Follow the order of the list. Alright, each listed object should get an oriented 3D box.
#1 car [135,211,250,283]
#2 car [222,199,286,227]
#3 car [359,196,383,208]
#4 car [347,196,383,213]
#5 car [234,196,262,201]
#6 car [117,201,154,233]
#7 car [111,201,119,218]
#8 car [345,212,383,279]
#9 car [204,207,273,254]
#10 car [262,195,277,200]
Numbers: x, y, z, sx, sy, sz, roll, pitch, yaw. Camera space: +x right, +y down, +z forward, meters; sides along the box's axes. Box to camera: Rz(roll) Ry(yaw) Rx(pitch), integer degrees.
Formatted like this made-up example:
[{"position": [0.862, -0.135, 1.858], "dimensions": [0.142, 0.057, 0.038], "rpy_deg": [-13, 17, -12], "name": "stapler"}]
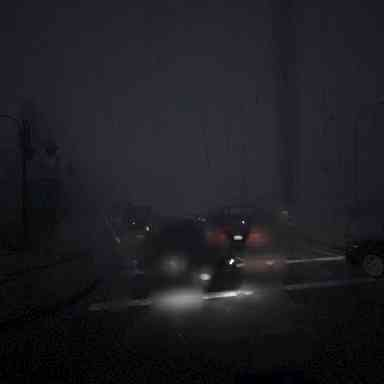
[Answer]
[{"position": [-0.370, 1.543, 10.122], "dimensions": [2.033, 1.411, 5.357], "rpy_deg": [0, 0, -15], "name": "car"}, {"position": [2.839, 1.467, 19.908], "dimensions": [5.357, 1.411, 2.033], "rpy_deg": [-3, 1, -15], "name": "car"}, {"position": [23.875, 1.273, 43.219], "dimensions": [1.845, 1.501, 3.633], "rpy_deg": [0, 0, -17], "name": "car"}, {"position": [15.578, 1.356, 29.226], "dimensions": [1.970, 1.475, 3.806], "rpy_deg": [0, 0, -17], "name": "car"}, {"position": [7.327, 1.287, 46.177], "dimensions": [2.007, 1.523, 4.514], "rpy_deg": [0, 0, -17], "name": "car"}, {"position": [-3.111, 1.529, 19.954], "dimensions": [2.033, 1.411, 5.357], "rpy_deg": [0, 0, -17], "name": "car"}, {"position": [-6.280, 1.515, 30.103], "dimensions": [2.033, 1.411, 5.357], "rpy_deg": [0, 0, -17], "name": "car"}, {"position": [6.534, 1.475, 8.257], "dimensions": [5.008, 1.535, 1.882], "rpy_deg": [0, 0, 39], "name": "car"}, {"position": [1.348, 1.538, 13.403], "dimensions": [2.033, 1.411, 5.357], "rpy_deg": [0, 0, -4], "name": "car"}, {"position": [10.314, 1.277, 47.135], "dimensions": [2.152, 1.636, 5.027], "rpy_deg": [0, 0, -17], "name": "car"}]
